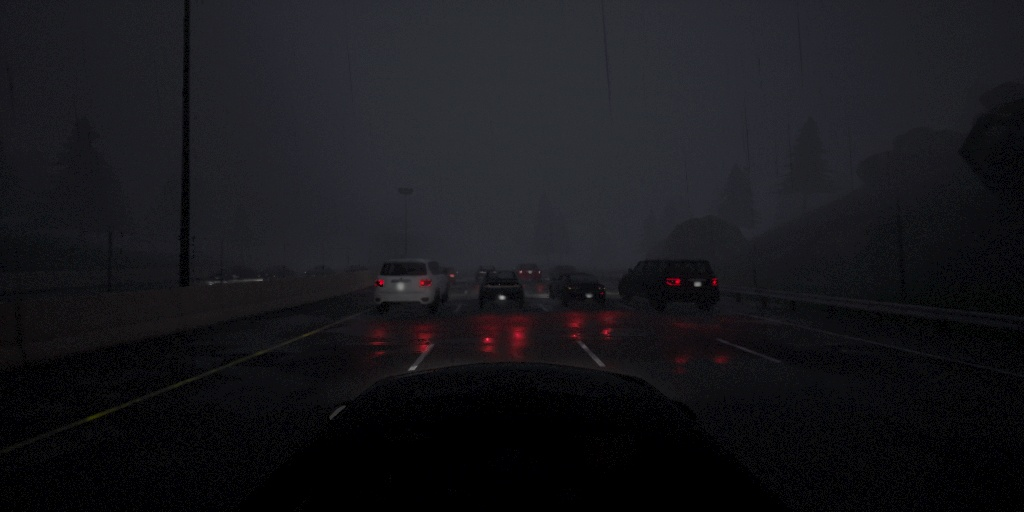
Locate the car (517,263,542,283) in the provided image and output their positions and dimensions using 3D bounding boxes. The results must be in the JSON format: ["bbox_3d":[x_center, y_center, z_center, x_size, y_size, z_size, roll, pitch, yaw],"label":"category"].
[{"bbox_3d":[1.213,1.424,31.998,2.097,1.767,4.553,0,-1,-8],"label":"car"}]

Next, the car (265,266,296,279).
[{"bbox_3d":[-24.581,1.697,37.629,1.994,1.385,4.181,0,0,-6],"label":"car"}]

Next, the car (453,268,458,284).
[{"bbox_3d":[-5.580,1.601,30.124,2.033,1.411,5.357,0,-1,-8],"label":"car"}]

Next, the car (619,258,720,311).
[{"bbox_3d":[6.521,1.123,15.571,2.150,2.045,5.566,0,0,-4],"label":"car"}]

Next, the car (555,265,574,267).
[{"bbox_3d":[4.667,1.586,32.560,1.837,1.490,4.892,0,0,-8],"label":"car"}]

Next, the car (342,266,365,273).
[{"bbox_3d":[-17.737,1.766,40.577,1.895,1.301,4.718,0,-1,-11],"label":"car"}]

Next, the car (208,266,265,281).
[{"bbox_3d":[-27.052,1.655,35.160,2.033,1.411,5.357,0,-1,-7],"label":"car"}]

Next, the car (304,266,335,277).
[{"bbox_3d":[-21.024,1.752,39.278,1.895,1.301,4.718,0,-1,-10],"label":"car"}]

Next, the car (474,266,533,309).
[{"bbox_3d":[-0.536,1.396,16.027,2.128,1.511,4.902,0,0,-4],"label":"car"}]

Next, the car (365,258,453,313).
[{"bbox_3d":[-3.957,1.116,14.905,2.150,2.045,5.566,0,0,-4],"label":"car"}]

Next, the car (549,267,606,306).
[{"bbox_3d":[2.927,1.435,16.642,1.812,1.442,4.674,0,0,-4],"label":"car"}]
